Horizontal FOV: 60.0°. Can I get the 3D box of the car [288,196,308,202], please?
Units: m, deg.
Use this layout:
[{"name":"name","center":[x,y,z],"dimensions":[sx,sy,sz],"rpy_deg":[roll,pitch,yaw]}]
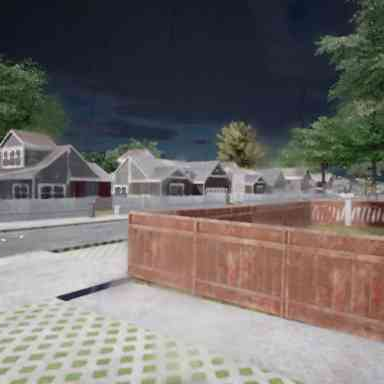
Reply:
[{"name":"car","center":[14.816,1.233,46.256],"dimensions":[1.994,1.385,4.181],"rpy_deg":[1,1,36]}]
